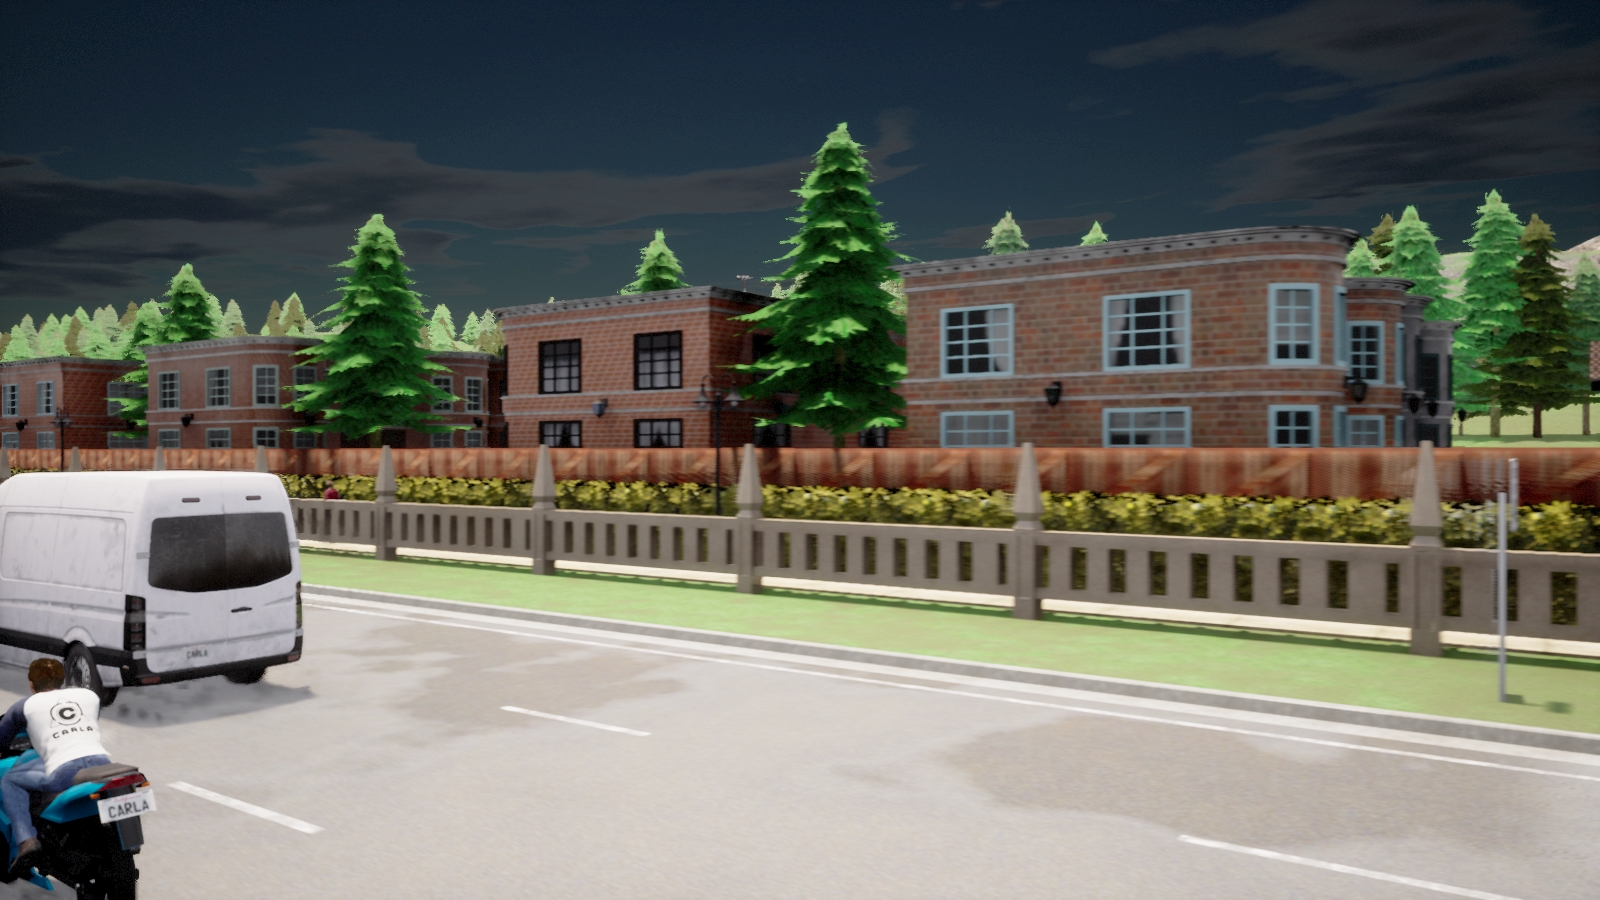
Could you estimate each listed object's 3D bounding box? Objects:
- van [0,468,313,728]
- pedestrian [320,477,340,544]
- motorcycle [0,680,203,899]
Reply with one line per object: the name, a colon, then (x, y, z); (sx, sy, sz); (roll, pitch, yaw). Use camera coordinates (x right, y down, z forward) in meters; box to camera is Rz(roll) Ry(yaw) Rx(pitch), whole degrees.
van: (-8.621, 1.539, 14.083); (5.915, 2.561, 1.988); (0, 0, 35)
pedestrian: (-13.244, 1.710, 32.178); (0.375, 1.860, 0.375); (0, 0, 33)
motorcycle: (-4.597, 2.188, 7.010); (2.033, 1.199, 0.803); (0, 0, 35)
